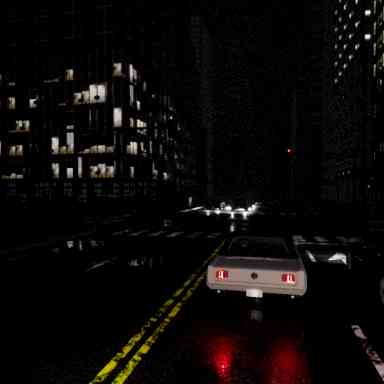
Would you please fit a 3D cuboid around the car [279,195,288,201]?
[{"bbox_3d":[21.920,1.355,79.808,1.895,1.301,4.718,0,0,13],"label":"car"}]

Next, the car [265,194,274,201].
[{"bbox_3d":[18.750,1.286,80.526,2.128,1.511,4.902,0,0,13],"label":"car"}]

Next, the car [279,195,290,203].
[{"bbox_3d":[19.520,1.474,69.640,2.033,1.411,5.357,0,0,13],"label":"car"}]

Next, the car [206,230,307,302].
[{"bbox_3d":[1.709,1.597,8.353,1.895,1.301,4.718,0,0,14],"label":"car"}]

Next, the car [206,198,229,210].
[{"bbox_3d":[3.151,1.524,43.182,2.033,1.411,5.357,0,0,13],"label":"car"}]

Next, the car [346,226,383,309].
[{"bbox_3d":[4.838,1.501,7.449,1.837,1.490,4.892,0,0,13],"label":"car"}]

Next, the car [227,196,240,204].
[{"bbox_3d":[7.923,1.460,63.175,1.837,1.490,4.892,0,0,14],"label":"car"}]

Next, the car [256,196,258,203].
[{"bbox_3d":[10.386,1.559,59.544,1.895,1.301,4.718,0,0,14],"label":"car"}]

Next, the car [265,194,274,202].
[{"bbox_3d":[16.459,1.530,70.823,1.895,1.301,4.718,0,0,13],"label":"car"}]

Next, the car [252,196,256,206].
[{"bbox_3d":[8.043,1.460,49.739,2.128,1.511,4.902,0,0,13],"label":"car"}]

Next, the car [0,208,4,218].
[{"bbox_3d":[-17.310,1.434,26.693,4.313,1.339,1.947,1,1,14],"label":"car"}]

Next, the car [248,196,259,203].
[{"bbox_3d":[12.863,1.485,69.737,2.033,1.411,5.357,0,0,13],"label":"car"}]

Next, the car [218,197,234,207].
[{"bbox_3d":[5.485,1.567,53.048,1.895,1.301,4.718,0,0,13],"label":"car"}]

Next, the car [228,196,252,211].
[{"bbox_3d":[5.918,1.503,40.739,1.812,1.442,4.674,0,0,13],"label":"car"}]
